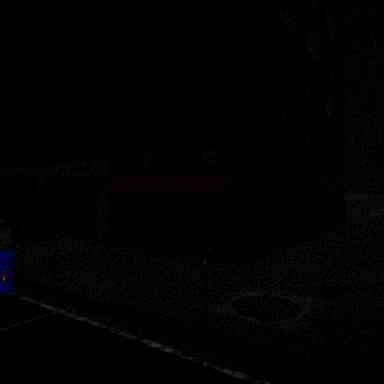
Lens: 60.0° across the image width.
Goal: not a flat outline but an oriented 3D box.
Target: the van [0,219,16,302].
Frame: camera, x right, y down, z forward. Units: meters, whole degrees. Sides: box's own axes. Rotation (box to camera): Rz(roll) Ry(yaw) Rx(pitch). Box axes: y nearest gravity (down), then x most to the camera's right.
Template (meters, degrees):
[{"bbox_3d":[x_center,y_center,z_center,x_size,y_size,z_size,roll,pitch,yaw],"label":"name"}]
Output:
[{"bbox_3d":[-5.310,1.340,6.876,3.998,1.788,1.690,0,0,36],"label":"van"}]
